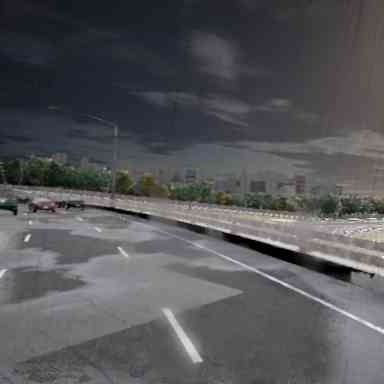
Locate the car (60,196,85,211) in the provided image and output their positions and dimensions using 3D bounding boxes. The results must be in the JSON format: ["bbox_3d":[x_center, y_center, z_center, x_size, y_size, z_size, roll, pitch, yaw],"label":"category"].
[{"bbox_3d":[-13.339,1.176,36.607,1.882,1.535,5.008,3,-1,-37],"label":"car"}]

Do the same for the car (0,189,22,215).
[{"bbox_3d":[-15.706,0.749,27.479,2.150,2.045,5.566,3,-1,-32],"label":"car"}]

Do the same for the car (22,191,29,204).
[{"bbox_3d":[-21.737,0.727,41.891,2.097,1.767,4.553,3,-1,-40],"label":"car"}]

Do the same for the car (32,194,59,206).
[{"bbox_3d":[-19.860,1.044,45.065,1.994,1.385,4.181,3,-1,-42],"label":"car"}]

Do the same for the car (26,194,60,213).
[{"bbox_3d":[-14.212,1.149,31.549,1.812,1.442,4.674,3,0,-33],"label":"car"}]
